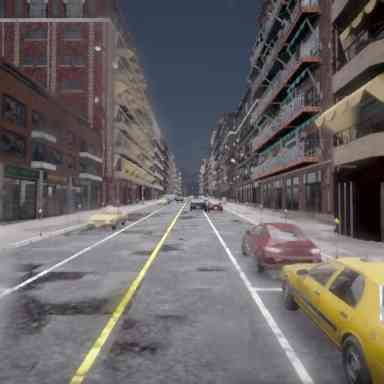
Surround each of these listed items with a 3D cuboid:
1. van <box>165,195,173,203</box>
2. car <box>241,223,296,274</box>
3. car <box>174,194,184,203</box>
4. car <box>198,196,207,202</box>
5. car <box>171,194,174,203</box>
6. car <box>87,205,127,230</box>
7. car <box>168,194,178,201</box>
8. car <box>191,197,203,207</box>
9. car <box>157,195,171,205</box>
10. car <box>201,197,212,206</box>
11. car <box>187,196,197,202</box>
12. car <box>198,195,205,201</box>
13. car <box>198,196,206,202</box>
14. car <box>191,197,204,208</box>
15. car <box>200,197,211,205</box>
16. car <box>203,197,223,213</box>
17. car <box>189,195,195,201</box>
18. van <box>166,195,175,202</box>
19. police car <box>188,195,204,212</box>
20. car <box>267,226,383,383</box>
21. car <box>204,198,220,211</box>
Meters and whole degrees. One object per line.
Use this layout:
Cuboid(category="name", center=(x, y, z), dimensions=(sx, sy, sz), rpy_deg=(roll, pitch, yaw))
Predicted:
Cuboid(category="van", center=(-5.291, 1.525, 76.645), dimensions=(1.690, 1.788, 3.998), rpy_deg=(2, 0, 0))
Cuboid(category="car", center=(2.584, 1.588, 10.219), dimensions=(1.802, 1.307, 4.206), rpy_deg=(1, 0, 0))
Cuboid(category="car", center=(-2.751, 1.678, 75.993), dimensions=(2.033, 1.411, 5.357), rpy_deg=(0, 0, 0))
Cuboid(category="car", center=(2.584, 1.754, 82.115), dimensions=(1.887, 1.381, 4.507), rpy_deg=(1, 0, 0))
Cuboid(category="car", center=(-5.290, 1.455, 65.587), dimensions=(2.192, 1.841, 5.009), rpy_deg=(2, 0, 0))
Cuboid(category="car", center=(-5.294, 1.544, 21.177), dimensions=(1.752, 1.417, 4.829), rpy_deg=(2, 0, 0))
Cuboid(category="car", center=(-5.292, 1.581, 93.238), dimensions=(2.192, 1.841, 5.009), rpy_deg=(1, 0, 0))
Cuboid(category="car", center=(0.825, 1.632, 55.542), dimensions=(1.812, 1.442, 4.674), rpy_deg=(0, 0, 0))
Cuboid(category="car", center=(-5.296, 1.645, 59.884), dimensions=(1.752, 1.417, 4.829), rpy_deg=(2, 0, 0))
Cuboid(category="car", center=(2.584, 1.665, 59.991), dimensions=(1.887, 1.381, 4.507), rpy_deg=(1, 0, 0))
Cuboid(category="car", center=(0.000, 1.590, 75.254), dimensions=(2.033, 1.411, 5.357), rpy_deg=(0, 0, 0))
Cuboid(category="car", center=(2.593, 1.706, 93.177), dimensions=(1.967, 1.590, 4.097), rpy_deg=(1, 0, 0))
Cuboid(category="car", center=(2.583, 1.781, 87.645), dimensions=(1.887, 1.381, 4.507), rpy_deg=(1, 0, 0))
Cuboid(category="car", center=(0.824, 1.595, 49.541), dimensions=(1.837, 1.490, 4.892), rpy_deg=(0, 0, 0))
Cuboid(category="car", center=(2.583, 1.691, 65.523), dimensions=(2.008, 1.369, 4.403), rpy_deg=(1, 0, 0))
Cuboid(category="car", center=(2.584, 1.597, 37.869), dimensions=(1.887, 1.381, 4.507), rpy_deg=(1, 0, 0))
Cuboid(category="car", center=(0.000, 1.647, 90.259), dimensions=(1.812, 1.442, 4.674), rpy_deg=(0, 0, 0))
Cuboid(category="van", center=(-5.292, 1.551, 82.177), dimensions=(1.690, 1.788, 3.998), rpy_deg=(1, 0, 0))
Cuboid(category="police car", center=(0.670, 1.482, 39.627), dimensions=(1.930, 1.638, 5.238), rpy_deg=(0, 0, -1))
Cuboid(category="car", center=(2.586, 1.527, 4.860), dimensions=(1.752, 1.417, 4.829), rpy_deg=(2, 0, 0))
Cuboid(category="car", center=(2.585, 1.592, 43.571), dimensions=(1.752, 1.417, 4.829), rpy_deg=(1, 0, 0))
